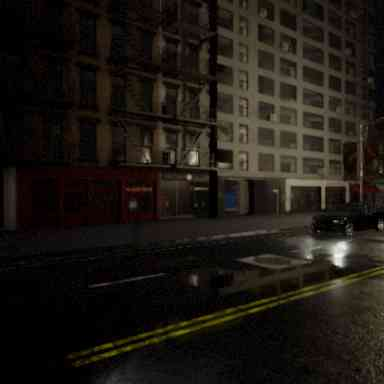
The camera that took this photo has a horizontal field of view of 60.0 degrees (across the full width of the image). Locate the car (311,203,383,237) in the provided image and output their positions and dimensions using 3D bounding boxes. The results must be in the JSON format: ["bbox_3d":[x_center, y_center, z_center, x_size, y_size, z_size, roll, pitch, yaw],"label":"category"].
[{"bbox_3d":[8.343,1.373,17.616,5.008,1.535,1.882,0,0,-35],"label":"car"}]

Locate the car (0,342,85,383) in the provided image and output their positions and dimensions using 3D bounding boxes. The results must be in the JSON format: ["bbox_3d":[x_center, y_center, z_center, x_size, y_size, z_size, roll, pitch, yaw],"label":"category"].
[{"bbox_3d":[-3.040,1.559,1.269,5.357,1.411,2.033,0,0,-35],"label":"car"}]
